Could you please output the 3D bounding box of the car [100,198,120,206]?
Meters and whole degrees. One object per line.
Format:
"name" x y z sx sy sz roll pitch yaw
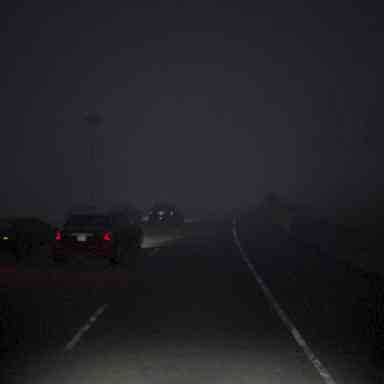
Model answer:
"car" -18.584 2.259 75.636 1.882 1.535 5.008 0 -1 20

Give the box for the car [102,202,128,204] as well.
"car" -5.419 1.772 26.887 2.128 1.511 4.902 0 0 8

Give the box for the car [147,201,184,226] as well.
"car" -1.952 1.625 26.391 2.097 1.767 4.553 0 -1 8

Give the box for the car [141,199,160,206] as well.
"car" -8.923 2.216 71.487 1.882 1.535 5.008 0 -1 20

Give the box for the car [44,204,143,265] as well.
"car" -3.261 1.480 12.382 2.097 1.767 4.553 0 -1 4

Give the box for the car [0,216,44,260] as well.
"car" -6.726 1.661 13.005 1.812 1.442 4.674 0 0 4

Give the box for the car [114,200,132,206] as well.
"car" -15.375 2.362 74.224 1.895 1.301 4.718 0 -1 20
